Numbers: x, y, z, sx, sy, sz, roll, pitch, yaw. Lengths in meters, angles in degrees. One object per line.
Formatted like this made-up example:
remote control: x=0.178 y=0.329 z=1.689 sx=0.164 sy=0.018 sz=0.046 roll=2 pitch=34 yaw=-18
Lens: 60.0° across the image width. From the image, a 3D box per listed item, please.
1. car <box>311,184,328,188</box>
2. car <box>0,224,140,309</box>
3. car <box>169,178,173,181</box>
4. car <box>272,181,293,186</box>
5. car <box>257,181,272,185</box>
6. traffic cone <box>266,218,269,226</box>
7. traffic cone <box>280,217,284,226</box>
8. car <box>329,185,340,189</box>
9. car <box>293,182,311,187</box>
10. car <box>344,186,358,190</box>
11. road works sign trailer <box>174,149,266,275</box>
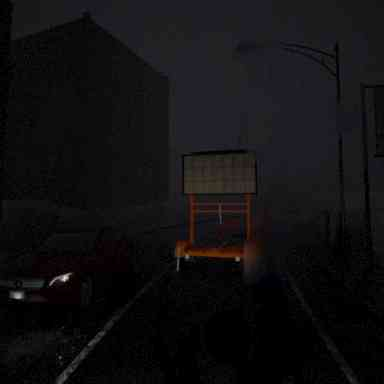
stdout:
car: x=29.397 y=-1.110 z=79.389 sx=4.792 sy=1.488 sz=2.163 roll=2 pitch=-5 yaw=-27
car: x=-2.692 y=1.575 z=8.181 sx=1.812 sy=1.442 sz=4.674 roll=-1 pitch=0 yaw=10
car: x=-5.944 y=-2.458 z=63.455 sx=4.553 sy=1.767 sz=2.185 roll=1 pitch=-5 yaw=-23
car: x=19.362 y=-1.551 z=74.321 sx=5.008 sy=1.535 sz=2.097 roll=2 pitch=-5 yaw=-25
car: x=14.332 y=-1.700 z=71.983 sx=4.674 sy=1.452 sz=2.002 roll=2 pitch=-5 yaw=-24
traffic cone: x=5.168 y=2.063 z=22.988 sx=0.340 sy=0.580 sz=0.340 roll=-2 pitch=-1 yaw=16
traffic cone: x=6.120 y=2.032 z=22.700 sx=0.340 sy=0.580 sz=0.340 roll=-2 pitch=-1 yaw=17
car: x=34.242 y=-0.886 z=82.025 sx=4.674 sy=1.452 sz=2.002 roll=3 pitch=-5 yaw=-29
car: x=24.318 y=-1.479 z=76.762 sx=4.553 sy=1.767 sz=2.185 roll=2 pitch=-5 yaw=-26
car: x=38.943 y=-0.705 z=84.720 sx=4.892 sy=1.521 sz=2.231 roll=3 pitch=-5 yaw=-30
road works sign trailer: x=0.921 y=0.487 z=10.660 sx=2.380 sy=3.560 sz=2.880 roll=-1 pitch=0 yaw=17
